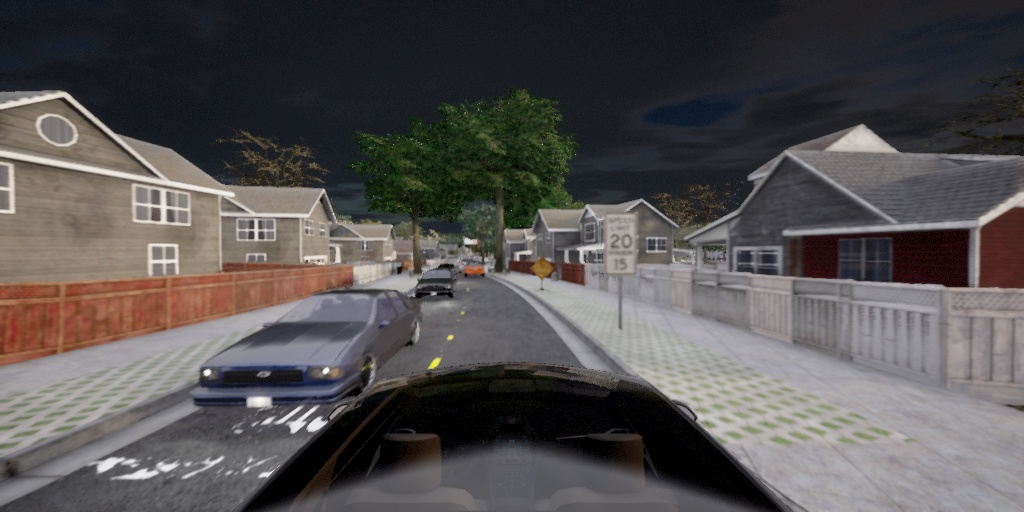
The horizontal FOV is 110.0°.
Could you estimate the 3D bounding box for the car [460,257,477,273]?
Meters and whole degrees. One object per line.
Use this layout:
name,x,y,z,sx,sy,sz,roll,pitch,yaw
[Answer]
car,-6.095,1.226,49.228,2.150,2.045,5.566,0,0,-9

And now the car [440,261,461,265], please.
car,-5.874,1.437,32.428,1.837,1.490,4.892,0,-1,-10

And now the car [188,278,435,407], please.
car,-3.048,1.338,6.855,2.033,1.411,5.357,0,0,-2

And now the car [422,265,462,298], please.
car,-3.959,1.407,19.416,2.033,1.411,5.357,0,0,-7

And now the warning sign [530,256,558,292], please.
warning sign,1.583,0.939,19.057,1.300,1.860,1.060,0,0,-6

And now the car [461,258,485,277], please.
car,-4.154,1.295,38.846,2.097,1.767,4.553,0,0,-10
